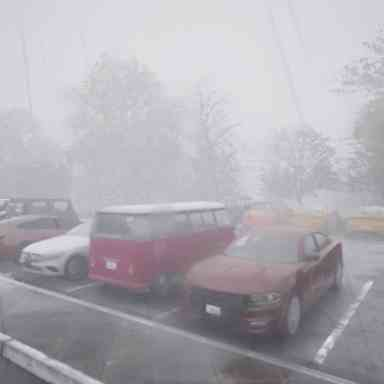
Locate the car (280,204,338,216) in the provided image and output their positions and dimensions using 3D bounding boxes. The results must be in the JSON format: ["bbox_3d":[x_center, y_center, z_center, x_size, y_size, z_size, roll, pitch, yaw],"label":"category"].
[{"bbox_3d":[7.162,1.497,19.212,2.097,1.535,5.008,0,0,36],"label":"car"}]

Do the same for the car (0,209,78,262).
[{"bbox_3d":[-4.993,1.546,11.863,2.163,1.488,4.792,0,0,36],"label":"car"}]

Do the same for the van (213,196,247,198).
[{"bbox_3d":[2.826,1.289,22.459,1.878,1.987,4.442,0,0,36],"label":"van"}]

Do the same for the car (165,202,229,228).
[{"bbox_3d":[0.501,1.525,23.969,2.231,1.521,4.892,0,0,36],"label":"car"}]

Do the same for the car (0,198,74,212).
[{"bbox_3d":[-7.286,1.274,13.431,2.435,2.045,5.566,0,0,36],"label":"car"}]

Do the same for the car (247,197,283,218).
[{"bbox_3d":[4.994,1.380,20.728,2.185,1.767,4.553,0,0,36],"label":"car"}]

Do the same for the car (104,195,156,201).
[{"bbox_3d":[-3.985,1.298,27.216,2.435,2.045,5.566,-1,0,36],"label":"car"}]

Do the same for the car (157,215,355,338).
[{"bbox_3d":[1.770,1.490,7.003,2.097,1.535,5.008,0,0,36],"label":"car"}]

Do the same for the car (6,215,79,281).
[{"bbox_3d":[-2.750,1.548,10.228,2.002,1.452,4.674,0,0,36],"label":"car"}]

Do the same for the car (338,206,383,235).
[{"bbox_3d":[9.519,1.488,17.528,2.097,1.535,5.008,0,0,36],"label":"car"}]

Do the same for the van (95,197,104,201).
[{"bbox_3d":[-6.286,1.349,28.970,1.878,1.987,4.442,-1,0,36],"label":"van"}]

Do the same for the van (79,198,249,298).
[{"bbox_3d":[-0.425,1.273,8.707,1.878,1.987,4.442,0,0,36],"label":"van"}]
